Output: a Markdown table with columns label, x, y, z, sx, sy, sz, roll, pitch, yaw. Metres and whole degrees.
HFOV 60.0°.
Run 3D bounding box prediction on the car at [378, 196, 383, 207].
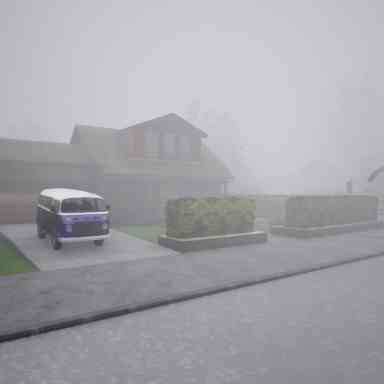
| label | x | y | z | sx | sy | sz | roll | pitch | yaw |
| --- | --- | --- | --- | --- | --- | --- | --- | --- | --- |
| car | 24.583 | 0.986 | 41.404 | 3.866 | 1.878 | 1.905 | 0 | 0 | -1 |
